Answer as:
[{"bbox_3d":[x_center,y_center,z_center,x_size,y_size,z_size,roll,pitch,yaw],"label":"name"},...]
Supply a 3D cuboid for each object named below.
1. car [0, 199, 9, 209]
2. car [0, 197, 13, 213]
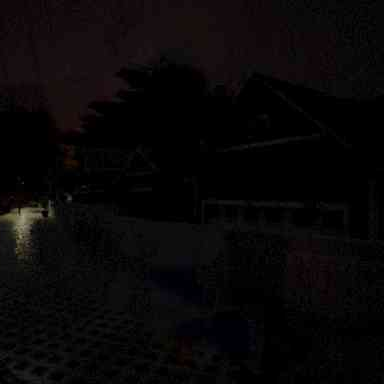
[{"bbox_3d":[-30.958,1.898,54.034,1.837,1.490,4.892,0,-1,-26],"label":"car"},{"bbox_3d":[-21.868,1.554,37.577,2.097,1.767,4.553,-2,1,-26],"label":"car"}]
